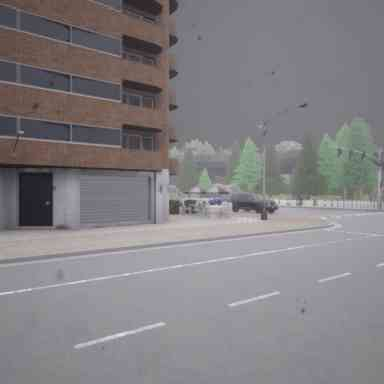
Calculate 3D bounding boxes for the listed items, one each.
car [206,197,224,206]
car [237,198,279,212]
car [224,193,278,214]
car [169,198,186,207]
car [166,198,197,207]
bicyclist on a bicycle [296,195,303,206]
[{"bbox_3d":[4.219,1.422,49.626,1.882,1.535,5.008,0,0,-41],"label":"car"},{"bbox_3d":[7.638,1.449,39.147,1.837,1.490,4.892,0,0,-37],"label":"car"},{"bbox_3d":[6.328,1.166,35.032,2.150,2.045,5.566,0,0,-38],"label":"car"},{"bbox_3d":[-2.373,1.508,46.175,1.994,1.385,4.181,0,0,-44],"label":"car"},{"bbox_3d":[-1.613,1.545,50.429,4.718,1.301,1.895,0,0,39],"label":"car"},{"bbox_3d":[15.345,1.245,47.341,1.656,1.620,0.582,0,0,-36],"label":"bicyclist on a bicycle"}]
